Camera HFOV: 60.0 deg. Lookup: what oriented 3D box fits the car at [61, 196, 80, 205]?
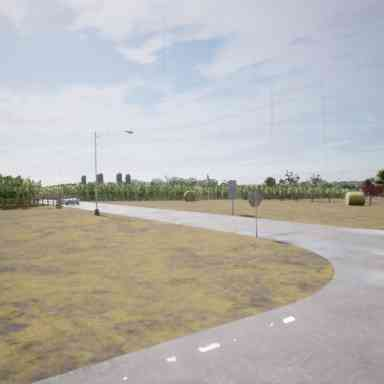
[{"bbox_3d":[-18.442,1.278,50.050,1.895,1.301,4.718,-1,1,-35],"label":"car"}]
